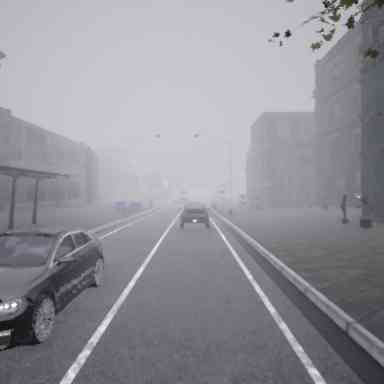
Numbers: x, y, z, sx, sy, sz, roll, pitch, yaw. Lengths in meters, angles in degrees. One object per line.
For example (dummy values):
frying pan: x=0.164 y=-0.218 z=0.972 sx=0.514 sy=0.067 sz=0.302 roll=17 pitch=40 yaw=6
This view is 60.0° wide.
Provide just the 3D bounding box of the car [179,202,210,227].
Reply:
car: x=0.179 y=1.522 z=22.627 sx=1.837 sy=1.490 sz=4.892 roll=0 pitch=-1 yaw=0

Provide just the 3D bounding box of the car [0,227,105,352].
car: x=-3.078 y=1.489 z=6.426 sx=2.128 sy=1.511 sz=4.902 roll=0 pitch=0 yaw=0

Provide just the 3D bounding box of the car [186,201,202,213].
car: x=0.245 y=1.831 z=40.554 sx=1.895 sy=1.301 sz=4.718 roll=0 pitch=0 yaw=0
